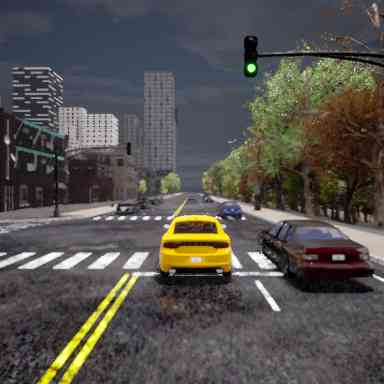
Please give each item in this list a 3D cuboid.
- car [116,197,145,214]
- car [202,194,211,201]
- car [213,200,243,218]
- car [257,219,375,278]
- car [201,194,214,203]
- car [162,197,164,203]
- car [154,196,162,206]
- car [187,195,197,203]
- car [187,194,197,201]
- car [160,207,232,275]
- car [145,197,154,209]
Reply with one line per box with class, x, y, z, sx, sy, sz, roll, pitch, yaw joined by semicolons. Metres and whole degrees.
car;-6.606;1.480;34.685;2.128;1.511;4.902;0;0;1
car;3.250;1.299;76.108;1.837;1.490;4.892;0;0;0
car;3.351;1.538;29.942;2.033;1.411;5.357;0;0;0
car;3.349;1.545;10.112;2.033;1.411;5.357;0;0;0
car;3.250;1.574;66.137;1.895;1.301;4.718;0;0;0
car;-6.498;1.521;64.319;2.033;1.411;5.357;0;0;0
car;-6.500;1.543;53.895;1.994;1.385;4.181;0;0;0
car;-0.001;1.465;65.689;2.128;1.511;4.902;0;0;0
car;0.000;1.324;76.108;2.128;1.511;4.902;0;0;0
car;0.101;1.475;10.471;1.882;1.535;5.008;0;0;0
car;-6.569;1.489;44.159;1.837;1.490;4.892;0;0;1
